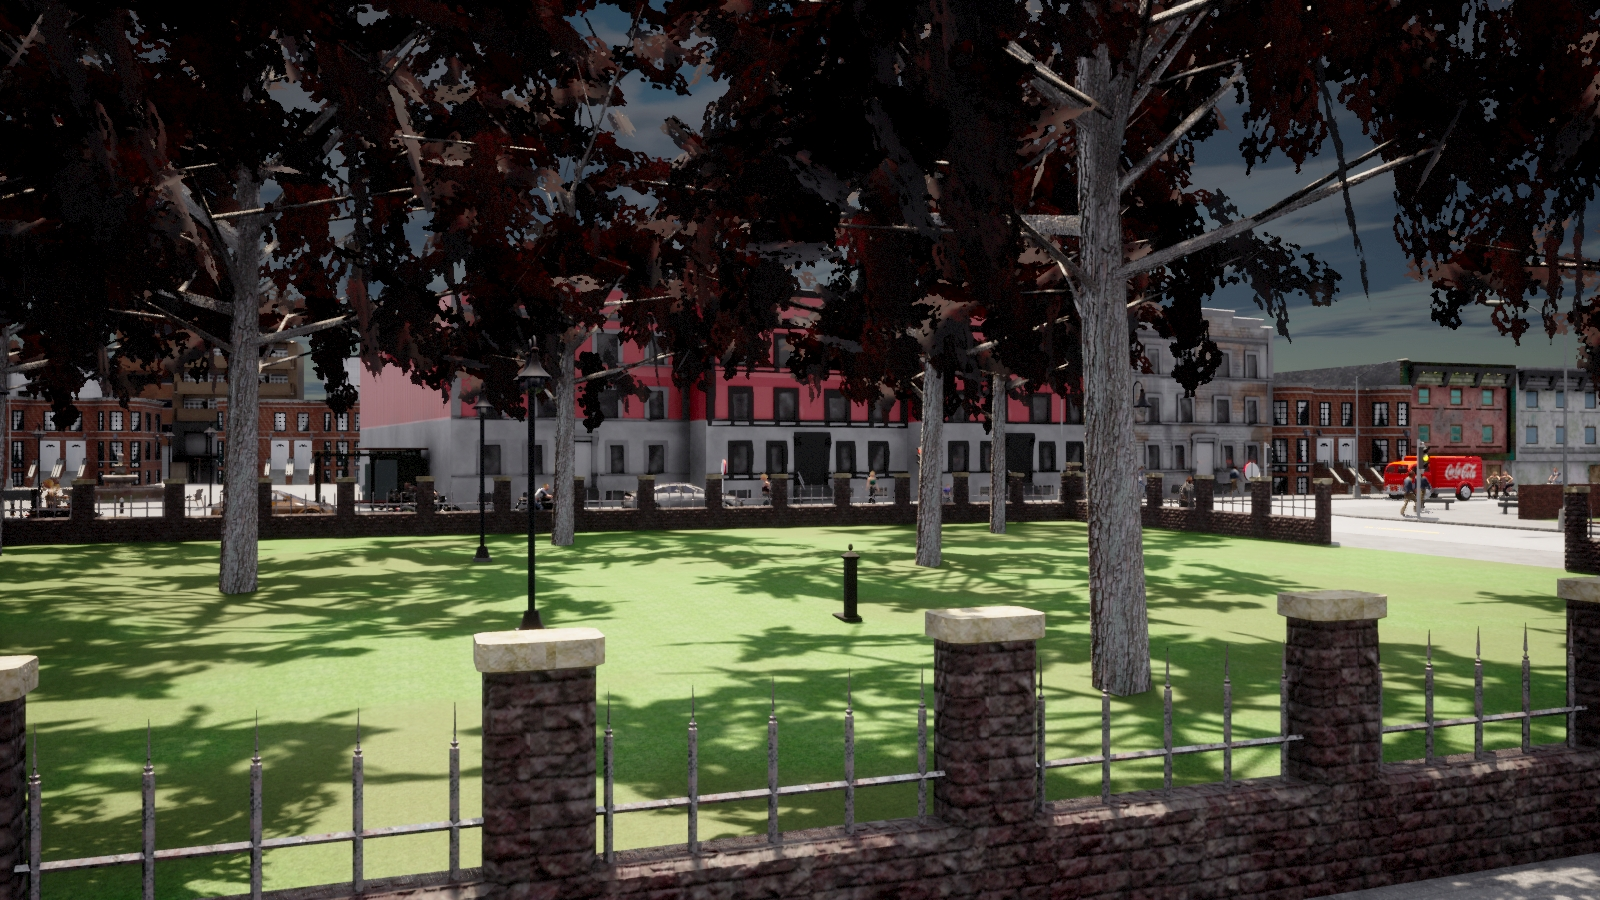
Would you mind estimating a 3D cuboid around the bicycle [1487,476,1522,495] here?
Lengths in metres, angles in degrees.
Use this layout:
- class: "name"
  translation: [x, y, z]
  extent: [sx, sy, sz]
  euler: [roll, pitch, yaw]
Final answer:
- class: "bicycle"
  translation: [40.458, 2.036, 65.608]
  extent: [1.487, 1.080, 0.859]
  euler: [0, 0, 1]

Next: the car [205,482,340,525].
- class: "car"
  translation: [-18.776, 1.899, 40.895]
  extent: [4.181, 1.385, 1.994]
  euler: [0, 0, -18]

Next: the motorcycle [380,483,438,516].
- class: "motorcycle"
  translation: [-15.785, 1.985, 46.152]
  extent: [2.209, 1.251, 0.867]
  euler: [0, 0, -19]

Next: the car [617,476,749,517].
- class: "car"
  translation: [-4.677, 1.827, 45.707]
  extent: [4.902, 1.511, 2.128]
  euler: [0, 0, -19]

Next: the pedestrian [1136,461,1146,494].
- class: "pedestrian"
  translation: [18.876, 1.524, 63.253]
  extent: [0.375, 1.860, 0.375]
  euler: [0, 0, -17]

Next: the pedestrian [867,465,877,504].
- class: "pedestrian"
  translation: [3.418, 1.628, 54.260]
  extent: [0.375, 1.860, 0.375]
  euler: [0, 0, -28]

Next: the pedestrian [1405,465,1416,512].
- class: "pedestrian"
  translation: [24.352, 1.518, 45.574]
  extent: [0.375, 1.860, 0.375]
  euler: [0, 0, 32]

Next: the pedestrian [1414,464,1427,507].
- class: "pedestrian"
  translation: [26.629, 1.517, 49.031]
  extent: [0.375, 1.860, 0.375]
  euler: [0, 0, 12]

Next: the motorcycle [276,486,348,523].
- class: "motorcycle"
  translation: [-17.611, 1.950, 41.298]
  extent: [2.356, 1.277, 0.764]
  euler: [0, 0, -19]

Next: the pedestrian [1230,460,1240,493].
- class: "pedestrian"
  translation: [24.860, 1.523, 65.289]
  extent: [0.375, 1.860, 0.375]
  euler: [0, 0, -19]

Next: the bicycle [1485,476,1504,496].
- class: "bicycle"
  translation: [39.299, 2.036, 64.656]
  extent: [0.859, 1.080, 1.487]
  euler: [0, 0, 35]

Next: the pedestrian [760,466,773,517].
- class: "pedestrian"
  translation: [-1.213, 1.525, 41.836]
  extent: [0.375, 1.860, 0.375]
  euler: [0, 0, -19]

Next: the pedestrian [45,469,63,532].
- class: "pedestrian"
  translation: [-22.537, 1.523, 34.525]
  extent: [0.375, 1.860, 0.375]
  euler: [0, 0, -18]

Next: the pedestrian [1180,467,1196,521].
- class: "pedestrian"
  translation: [13.494, 1.525, 39.712]
  extent: [0.375, 1.860, 0.375]
  euler: [0, 0, -20]

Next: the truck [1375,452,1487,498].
- class: "truck"
  translation: [35.004, 1.348, 63.458]
  extent: [5.204, 2.467, 2.627]
  euler: [0, 0, -19]
